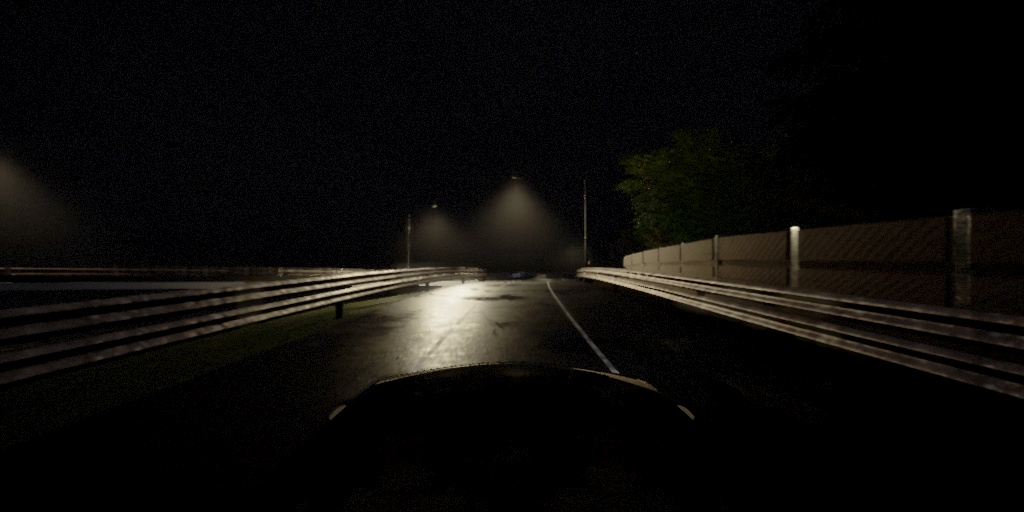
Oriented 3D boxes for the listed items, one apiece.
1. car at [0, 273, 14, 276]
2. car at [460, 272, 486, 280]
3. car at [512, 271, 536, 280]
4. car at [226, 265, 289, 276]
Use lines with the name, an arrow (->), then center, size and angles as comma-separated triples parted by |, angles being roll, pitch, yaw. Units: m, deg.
car -> -46.304, 1.469, 30.182 | 5.357, 1.411, 2.033 | 2, -4, -24
car -> -5.749, 2.729, 51.359 | 1.812, 1.442, 4.674 | -3, -4, 42
car -> 2.085, 3.343, 61.148 | 2.033, 1.411, 5.357 | -2, -4, 35
car -> -24.397, 1.647, 34.531 | 4.902, 1.511, 2.128 | 3, -4, -37
